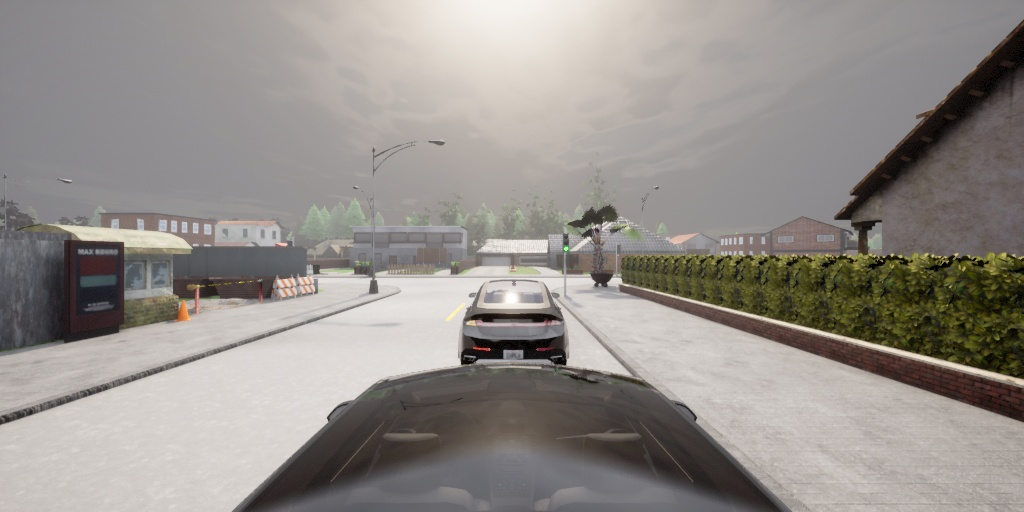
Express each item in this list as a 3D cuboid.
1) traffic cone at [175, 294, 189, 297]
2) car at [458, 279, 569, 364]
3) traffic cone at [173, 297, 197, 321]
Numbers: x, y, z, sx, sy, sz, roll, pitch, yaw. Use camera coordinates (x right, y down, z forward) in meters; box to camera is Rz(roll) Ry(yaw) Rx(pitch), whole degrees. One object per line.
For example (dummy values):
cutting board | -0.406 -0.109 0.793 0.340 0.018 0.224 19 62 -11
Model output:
traffic cone | -10.390 1.568 11.066 0.344 0.586 0.344 0 0 0
car | 0.043 1.242 7.727 2.128 1.511 4.902 0 0 1
traffic cone | -9.670 1.598 10.546 0.344 0.586 0.344 0 0 0
